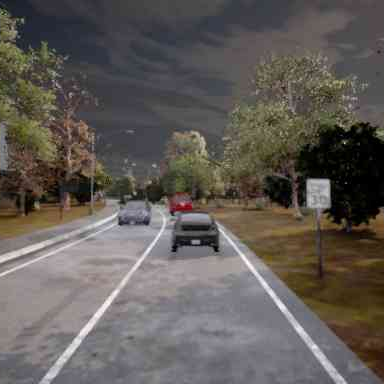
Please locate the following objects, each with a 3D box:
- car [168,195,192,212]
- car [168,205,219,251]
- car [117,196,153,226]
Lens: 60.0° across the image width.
[{"bbox_3d":[-1.246,1.324,34.573,2.150,2.045,5.566,1,0,-8],"label":"car"},{"bbox_3d":[0.107,1.543,14.314,1.837,1.490,4.892,0,0,-1],"label":"car"},{"bbox_3d":[-3.939,1.397,23.595,2.097,1.767,4.553,0,0,-3],"label":"car"}]
